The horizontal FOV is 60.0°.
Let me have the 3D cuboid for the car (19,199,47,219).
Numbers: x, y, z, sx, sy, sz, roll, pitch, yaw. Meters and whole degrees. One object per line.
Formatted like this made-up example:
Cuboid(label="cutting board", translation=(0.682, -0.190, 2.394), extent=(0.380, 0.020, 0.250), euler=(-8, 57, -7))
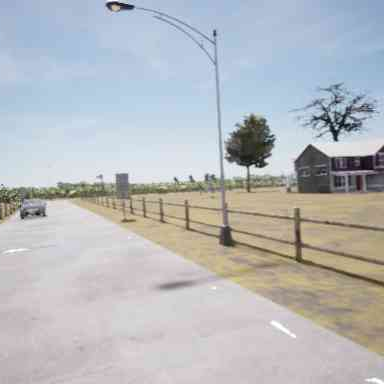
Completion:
Cuboid(label="car", translation=(-13.373, 1.347, 28.045), extent=(2.128, 1.511, 4.902), euler=(-4, 2, -24))
